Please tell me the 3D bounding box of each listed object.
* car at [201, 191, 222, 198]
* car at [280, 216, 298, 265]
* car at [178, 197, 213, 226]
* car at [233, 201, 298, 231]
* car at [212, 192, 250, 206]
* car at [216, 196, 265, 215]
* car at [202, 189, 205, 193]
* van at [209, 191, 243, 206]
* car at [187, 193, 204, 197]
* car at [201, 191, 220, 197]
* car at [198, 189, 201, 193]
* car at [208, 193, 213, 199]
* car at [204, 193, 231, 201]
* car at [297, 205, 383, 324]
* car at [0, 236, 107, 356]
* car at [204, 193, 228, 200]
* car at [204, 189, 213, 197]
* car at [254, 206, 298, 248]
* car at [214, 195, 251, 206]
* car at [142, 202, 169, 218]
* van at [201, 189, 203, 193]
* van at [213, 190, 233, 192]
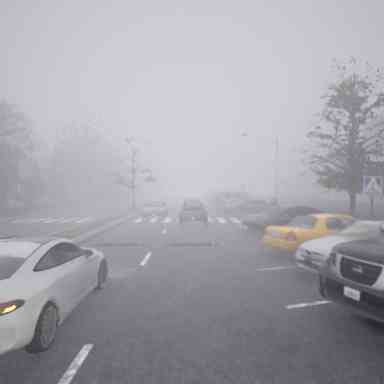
[{"bbox_3d":[4.989,0.651,83.800,4.792,1.488,2.163,0,1,-20],"label":"car"},{"bbox_3d":[5.064,1.503,9.043,4.674,1.452,2.002,1,1,-20],"label":"car"},{"bbox_3d":[0.072,1.372,22.552,2.128,1.511,4.902,0,0,0],"label":"car"},{"bbox_3d":[5.022,1.434,18.039,4.792,1.488,2.163,1,1,-20],"label":"car"},{"bbox_3d":[4.997,1.143,36.034,4.553,1.767,2.185,1,0,-20],"label":"car"},{"bbox_3d":[5.007,1.343,30.045,4.792,1.488,2.163,1,1,-20],"label":"car"},{"bbox_3d":[5.035,0.905,50.973,5.566,2.045,2.435,1,0,-20],"label":"car"},{"bbox_3d":[4.904,0.952,47.930,4.442,1.987,1.878,1,1,-20],"label":"van"},{"bbox_3d":[0.047,1.230,41.463,2.128,1.511,4.902,0,0,0],"label":"car"},{"bbox_3d":[4.951,0.532,89.751,4.674,1.452,2.002,0,1,-20],"label":"car"},{"bbox_3d":[4.793,0.685,80.738,5.366,1.575,1.946,0,2,-20],"label":"car"},{"bbox_3d":[5.011,1.225,42.010,4.892,1.521,2.231,1,0,-20],"label":"car"},{"bbox_3d":[5.012,1.010,65.899,4.792,1.488,2.163,0,1,-20],"label":"car"},{"bbox_3d":[5.040,1.228,6.022,5.566,2.045,2.435,1,1,-20],"label":"car"},{"bbox_3d":[-2.907,1.514,5.964,1.812,1.442,4.674,0,0,0],"label":"car"},{"bbox_3d":[4.977,0.969,68.871,4.674,1.452,2.002,0,1,-20],"label":"car"},{"bbox_3d":[4.991,0.950,44.976,5.566,2.045,2.435,1,1,-20],"label":"car"},{"bbox_3d":[5.227,1.445,12.116,5.366,1.575,1.946,1,0,-20],"label":"car"},{"bbox_3d":[5.024,1.332,33.064,4.674,1.452,2.002,1,0,-20],"label":"car"},{"bbox_3d":[-2.935,1.443,27.723,1.895,1.301,4.718,0,0,0],"label":"car"},{"bbox_3d":[4.873,0.650,71.798,4.442,1.987,1.878,0,2,-20],"label":"van"},{"bbox_3d":[5.132,1.022,39.069,4.442,1.987,1.878,1,0,-20],"label":"van"}]
